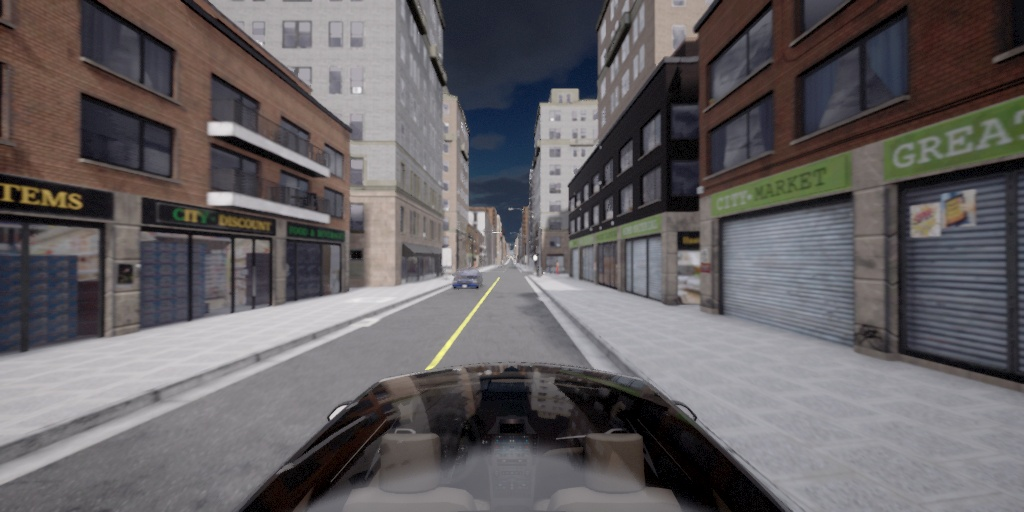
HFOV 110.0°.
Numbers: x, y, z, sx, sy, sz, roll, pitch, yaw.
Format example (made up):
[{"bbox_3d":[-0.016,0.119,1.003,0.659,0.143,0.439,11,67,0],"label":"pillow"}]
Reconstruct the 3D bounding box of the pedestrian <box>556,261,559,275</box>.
[{"bbox_3d":[5.636,1.456,44.546,0.375,1.860,0.375,0,0,0],"label":"pedestrian"}]

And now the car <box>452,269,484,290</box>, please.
[{"bbox_3d":[-3.095,1.639,26.148,2.033,1.411,5.357,0,-1,0],"label":"car"}]

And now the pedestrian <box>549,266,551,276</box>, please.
[{"bbox_3d":[4.636,1.463,43.946,0.375,1.860,0.375,0,0,0],"label":"pedestrian"}]

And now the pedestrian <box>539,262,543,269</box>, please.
[{"bbox_3d":[3.636,1.492,45.145,0.375,1.860,0.375,0,0,0],"label":"pedestrian"}]
